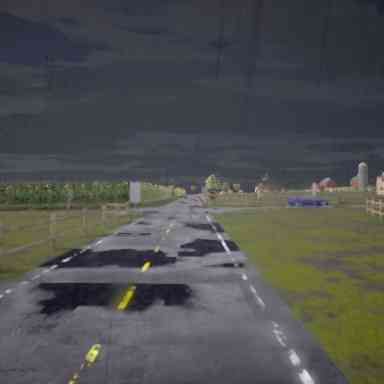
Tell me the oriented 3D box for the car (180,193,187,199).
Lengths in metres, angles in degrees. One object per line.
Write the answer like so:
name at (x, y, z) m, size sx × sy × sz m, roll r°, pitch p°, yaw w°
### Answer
car at (-2.294, 1.090, 92.229) m, size 2.033 × 1.411 × 5.357 m, roll 0°, pitch 0°, yaw 1°

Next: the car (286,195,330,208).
car at (14.014, 1.130, 40.255) m, size 5.008 × 1.535 × 1.882 m, roll -1°, pitch -1°, yaw 0°
